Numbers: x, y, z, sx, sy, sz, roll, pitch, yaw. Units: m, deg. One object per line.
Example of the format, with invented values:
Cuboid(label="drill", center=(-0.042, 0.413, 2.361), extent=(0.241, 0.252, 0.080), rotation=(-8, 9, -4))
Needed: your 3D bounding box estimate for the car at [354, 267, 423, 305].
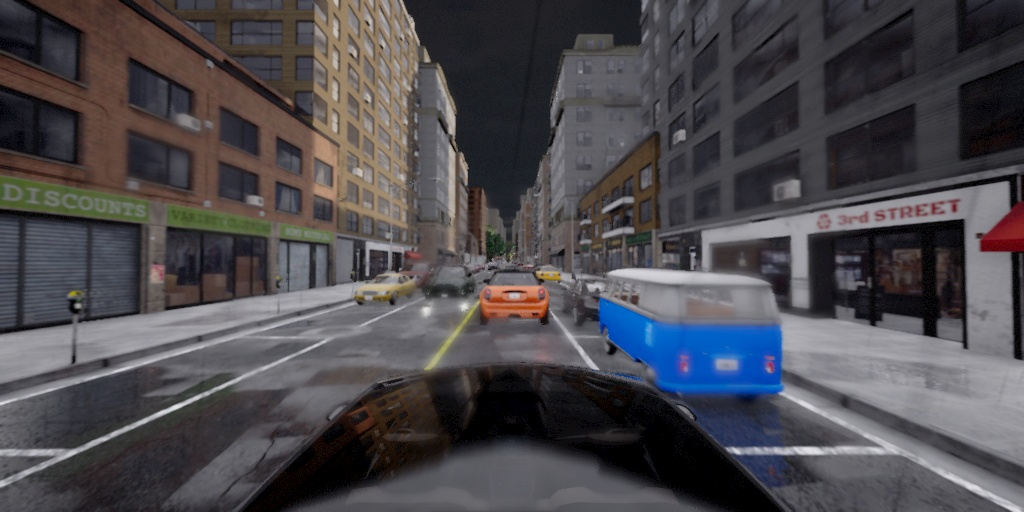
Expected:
Cuboid(label="car", center=(-5.876, 1.428, 17.092), extent=(1.751, 1.417, 4.829), rotation=(0, 0, 0))

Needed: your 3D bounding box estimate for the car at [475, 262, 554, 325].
Cuboid(label="car", center=(0.077, 1.207, 12.505), extent=(2.097, 1.767, 4.553), rotation=(0, -1, 0))

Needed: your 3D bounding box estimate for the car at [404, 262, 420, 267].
Cuboid(label="car", center=(-5.883, 1.272, 22.755), extent=(2.192, 1.841, 5.009), rotation=(0, 0, 0))

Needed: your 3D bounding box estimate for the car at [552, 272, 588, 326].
Cuboid(label="car", center=(2.662, 1.399, 11.800), extent=(2.007, 1.370, 4.403), rotation=(0, 0, 0))

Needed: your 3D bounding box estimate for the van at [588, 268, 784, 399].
Cuboid(label="van", center=(2.669, 1.135, 6.308), extent=(1.690, 1.789, 3.998), rotation=(0, 0, 0))

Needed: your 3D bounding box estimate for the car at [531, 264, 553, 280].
Cuboid(label="car", center=(3.100, 1.618, 37.866), extent=(1.837, 1.490, 4.892), rotation=(0, -1, 0))

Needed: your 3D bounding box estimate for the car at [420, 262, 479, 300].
Cuboid(label="car", center=(-3.123, 1.270, 18.837), extent=(2.097, 1.767, 4.553), rotation=(0, -1, 0))

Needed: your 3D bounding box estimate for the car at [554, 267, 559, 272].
Cuboid(label="car", center=(3.113, 1.500, 31.057), extent=(1.801, 1.575, 5.366), rotation=(0, -1, 0))
